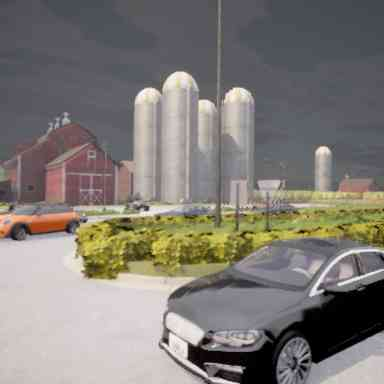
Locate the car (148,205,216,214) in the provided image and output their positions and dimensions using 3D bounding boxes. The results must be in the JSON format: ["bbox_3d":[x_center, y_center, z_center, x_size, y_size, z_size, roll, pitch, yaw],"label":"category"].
[{"bbox_3d":[-0.265,1.724,25.028,5.357,1.411,2.033,1,-1,-36],"label":"car"}]

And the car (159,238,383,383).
[{"bbox_3d":[1.834,1.546,5.301,4.902,1.511,2.128,1,0,-36],"label":"car"}]

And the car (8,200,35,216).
[{"bbox_3d":[-17.622,1.572,34.289,1.816,1.474,4.193,1,-1,-36],"label":"car"}]

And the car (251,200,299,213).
[{"bbox_3d":[8.007,1.794,30.965,4.902,1.511,2.128,1,-1,-35],"label":"car"}]

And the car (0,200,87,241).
[{"bbox_3d":[-8.022,1.392,16.976,2.097,1.767,4.553,0,-1,31],"label":"car"}]

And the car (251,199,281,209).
[{"bbox_3d":[12.567,2.015,56.854,2.242,1.667,4.611,1,-1,-36],"label":"car"}]

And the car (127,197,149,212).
[{"bbox_3d":[-7.035,1.547,42.658,1.905,1.878,3.866,1,-1,-36],"label":"car"}]
